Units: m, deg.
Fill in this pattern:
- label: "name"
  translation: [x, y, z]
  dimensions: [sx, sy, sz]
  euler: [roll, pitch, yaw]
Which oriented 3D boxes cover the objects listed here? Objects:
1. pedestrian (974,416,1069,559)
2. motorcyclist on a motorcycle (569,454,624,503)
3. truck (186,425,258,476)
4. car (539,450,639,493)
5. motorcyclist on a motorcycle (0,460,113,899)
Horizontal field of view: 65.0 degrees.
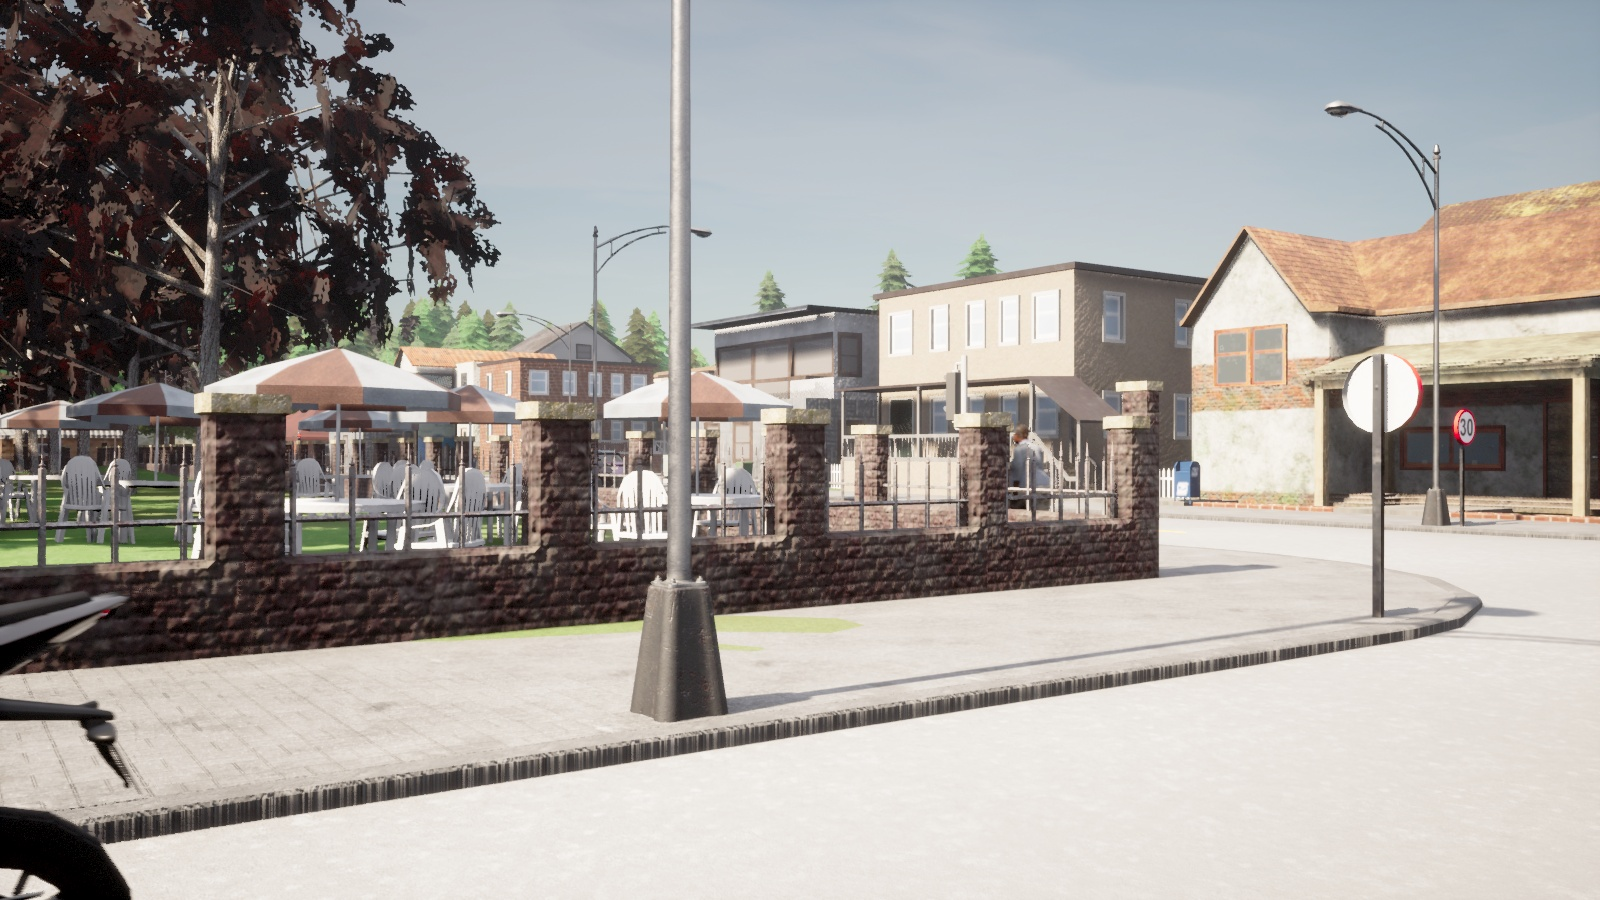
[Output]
- label: "pedestrian"
  translation: [2.973, 0.489, 16.864]
  dimensions: [0.874, 1.855, 0.900]
  euler: [0, 0, -32]
- label: "motorcyclist on a motorcycle"
  translation: [-6.487, 0.891, 40.019]
  dimensions: [0.866, 1.530, 2.191]
  euler: [0, 0, -35]
- label: "truck"
  translation: [-41.321, 0.070, 89.628]
  dimensions: [2.891, 3.462, 7.936]
  euler: [0, 0, -38]
- label: "car"
  translation: [-8.432, 0.814, 49.772]
  dimensions: [2.033, 1.649, 4.856]
  euler: [0, 0, -35]
- label: "motorcyclist on a motorcycle"
  translation: [-2.625, 0.791, 2.434]
  dimensions: [2.191, 1.530, 0.866]
  euler: [0, 0, -35]
